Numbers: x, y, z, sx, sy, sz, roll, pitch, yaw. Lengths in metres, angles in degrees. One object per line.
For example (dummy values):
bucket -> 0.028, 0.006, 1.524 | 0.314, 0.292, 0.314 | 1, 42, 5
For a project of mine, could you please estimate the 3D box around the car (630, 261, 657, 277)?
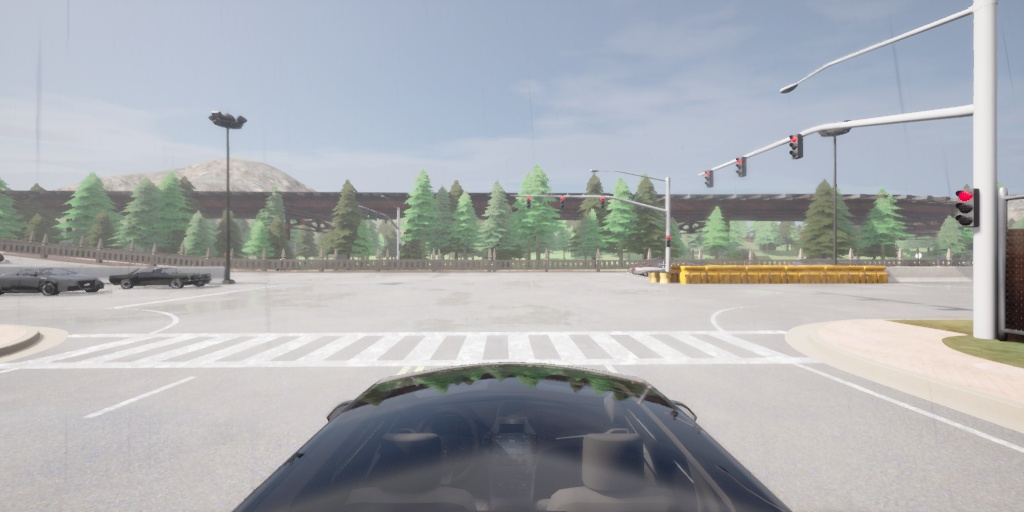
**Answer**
car -> 14.113, 1.350, 33.930 | 4.718, 1.301, 1.895 | 0, 0, -2

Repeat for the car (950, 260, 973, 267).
car -> 40.826, 1.101, 31.247 | 4.553, 1.767, 2.097 | 0, 0, -2

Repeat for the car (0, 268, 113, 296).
car -> -24.024, 1.305, 18.537 | 4.181, 1.385, 1.994 | 0, 0, -2

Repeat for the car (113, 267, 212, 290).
car -> -21.484, 1.344, 22.115 | 4.718, 1.301, 1.895 | 0, 0, -2

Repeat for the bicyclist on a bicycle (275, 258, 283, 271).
bicyclist on a bicycle -> -28.458, 1.040, 43.894 | 0.582, 1.620, 1.656 | 0, 0, -2

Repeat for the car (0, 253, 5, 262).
car -> -53.090, -0.221, 35.325 | 4.181, 1.385, 1.994 | 7, 0, -1

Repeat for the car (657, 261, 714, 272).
car -> 15.443, 1.227, 30.470 | 5.008, 1.535, 1.882 | 0, 0, -2

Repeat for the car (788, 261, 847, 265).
car -> 29.973, 1.227, 34.422 | 5.008, 1.535, 1.882 | 0, 0, -2
